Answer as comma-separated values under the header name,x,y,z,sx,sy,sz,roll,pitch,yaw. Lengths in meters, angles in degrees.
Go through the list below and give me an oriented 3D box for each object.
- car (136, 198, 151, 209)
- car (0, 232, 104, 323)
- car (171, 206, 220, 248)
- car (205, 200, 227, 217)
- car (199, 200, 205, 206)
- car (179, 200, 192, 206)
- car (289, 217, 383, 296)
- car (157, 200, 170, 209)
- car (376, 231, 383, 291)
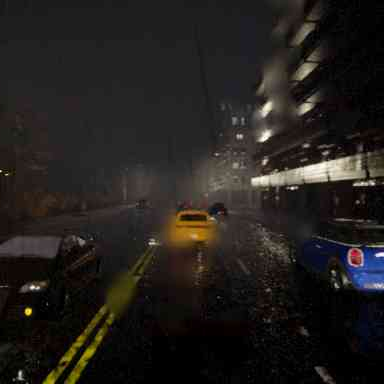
name,x,y,z,sx,sy,sz,roll,pitch,yaw
car,-7.772,1.816,53.553,2.097,1.767,4.553,1,0,-3
car,-3.328,1.602,7.272,1.994,1.385,4.181,1,-1,0
car,0.040,1.632,15.698,1.882,1.535,5.008,1,-1,-1
car,2.759,1.899,36.565,1.837,1.490,4.892,1,0,-2
car,2.115,2.017,51.208,1.882,1.535,5.008,1,0,-3
car,-0.941,1.961,48.745,1.882,1.535,5.008,1,-1,-3
car,4.249,1.484,9.156,2.097,1.767,4.553,1,-1,0
car,-4.533,2.033,53.876,1.812,1.442,4.674,1,-1,-3
car,4.284,1.532,3.343,1.801,1.575,5.366,1,-1,0
